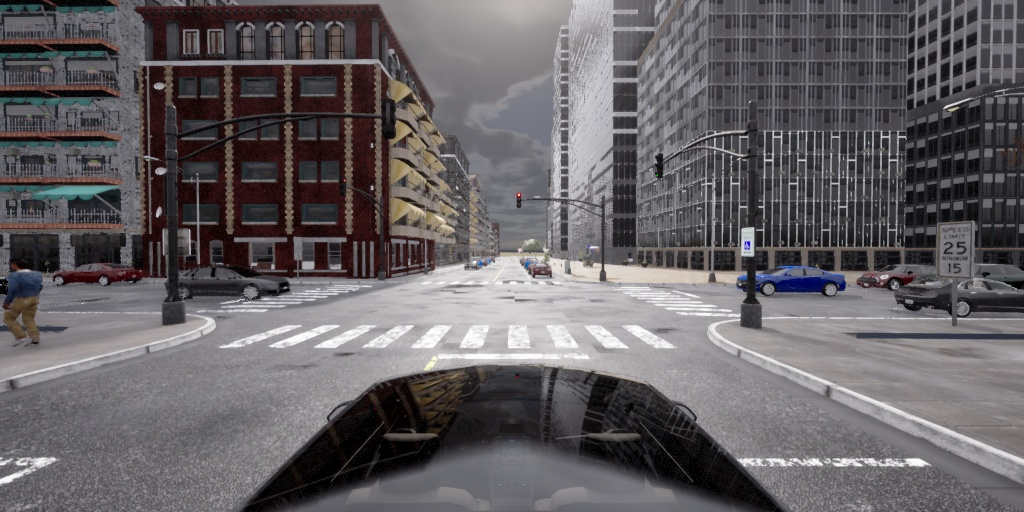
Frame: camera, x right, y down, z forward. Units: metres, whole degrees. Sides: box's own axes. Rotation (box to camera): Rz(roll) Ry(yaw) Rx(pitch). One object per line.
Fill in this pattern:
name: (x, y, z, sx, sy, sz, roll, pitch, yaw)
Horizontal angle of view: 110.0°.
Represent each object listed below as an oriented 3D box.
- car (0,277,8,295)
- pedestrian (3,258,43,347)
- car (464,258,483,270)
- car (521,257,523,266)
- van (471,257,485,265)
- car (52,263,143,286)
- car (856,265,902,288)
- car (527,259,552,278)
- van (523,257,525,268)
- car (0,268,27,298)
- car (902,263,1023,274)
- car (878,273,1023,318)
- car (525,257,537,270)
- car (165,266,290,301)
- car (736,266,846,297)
car: (-22.599, 1.258, 13.734, 4.507, 1.381, 1.888, 0, 0, 1)
pedestrian: (-9.835, 0.907, 7.216, 0.375, 1.860, 0.375, -1, 1, 0)
car: (-5.588, 1.267, 50.370, 1.948, 1.339, 4.313, 0, 0, 0)
car: (2.772, 1.237, 56.031, 1.888, 1.381, 4.507, 0, 0, 0)
van: (-5.577, 1.033, 56.016, 1.690, 1.789, 3.998, 0, 0, 0)
car: (-25.813, 1.108, 22.398, 4.507, 1.381, 1.888, 0, 0, 1)
car: (23.416, 1.229, 21.644, 4.097, 1.591, 1.967, 0, 0, 1)
car: (2.724, 1.270, 33.447, 1.888, 1.381, 4.507, 0, 0, 0)
van: (2.760, 1.042, 50.385, 1.690, 1.789, 3.998, 0, 0, 0)
car: (-25.946, 1.257, 16.499, 4.718, 1.301, 1.895, 0, 1, 1)
car: (24.142, 1.188, 18.898, 4.553, 1.767, 2.097, 0, 1, 1)
car: (16.739, 1.445, 13.111, 4.403, 1.370, 2.007, 0, 0, 1)
car: (2.736, 1.157, 39.093, 1.967, 1.591, 4.097, 0, 0, 0)
car: (-12.963, 1.216, 16.531, 4.892, 1.490, 1.837, 0, 1, -3)
car: (14.683, 1.269, 19.056, 5.008, 1.535, 1.882, 0, 1, 2)
